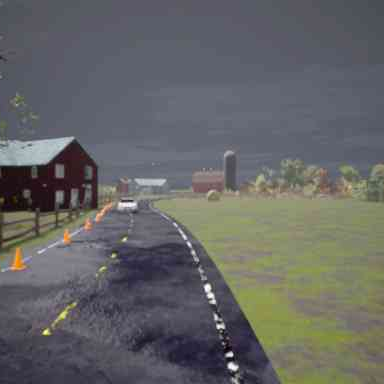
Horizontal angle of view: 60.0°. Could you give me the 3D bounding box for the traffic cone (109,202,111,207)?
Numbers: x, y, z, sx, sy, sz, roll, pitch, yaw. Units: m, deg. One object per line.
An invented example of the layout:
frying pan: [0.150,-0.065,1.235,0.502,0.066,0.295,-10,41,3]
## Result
traffic cone: [-9.904,1.707,38.866,0.340,0.580,0.340,0,0,-11]

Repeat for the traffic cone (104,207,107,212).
traffic cone: [-7.782,1.768,29.037,0.340,0.580,0.340,0,0,-12]

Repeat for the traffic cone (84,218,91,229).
traffic cone: [-6.068,1.830,19.355,0.340,0.580,0.340,0,0,-8]

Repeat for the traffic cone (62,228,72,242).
traffic cone: [-5.456,1.863,14.477,0.340,0.580,0.340,0,0,-6]

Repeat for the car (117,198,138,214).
car: [-6.351,1.307,32.704,1.812,1.442,4.674,0,0,-12]

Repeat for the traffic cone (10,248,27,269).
traffic cone: [-5.007,1.897,9.581,0.340,0.580,0.340,0,0,-4]
